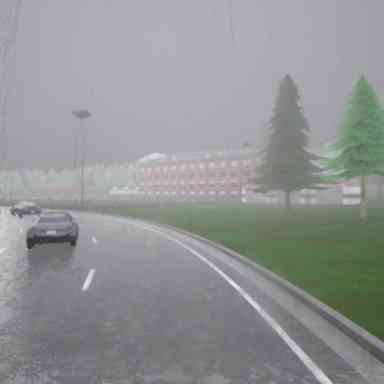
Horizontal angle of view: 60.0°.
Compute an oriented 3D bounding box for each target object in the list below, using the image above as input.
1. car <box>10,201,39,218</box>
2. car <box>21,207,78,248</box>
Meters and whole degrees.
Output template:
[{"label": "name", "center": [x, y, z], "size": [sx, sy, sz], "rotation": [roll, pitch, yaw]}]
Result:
[{"label": "car", "center": [-15.713, 1.598, 31.391], "size": [1.812, 1.442, 4.674], "rotation": [0, 0, -41]}, {"label": "car", "center": [-6.262, 1.588, 15.217], "size": [1.994, 1.385, 4.181], "rotation": [0, 0, -19]}]
